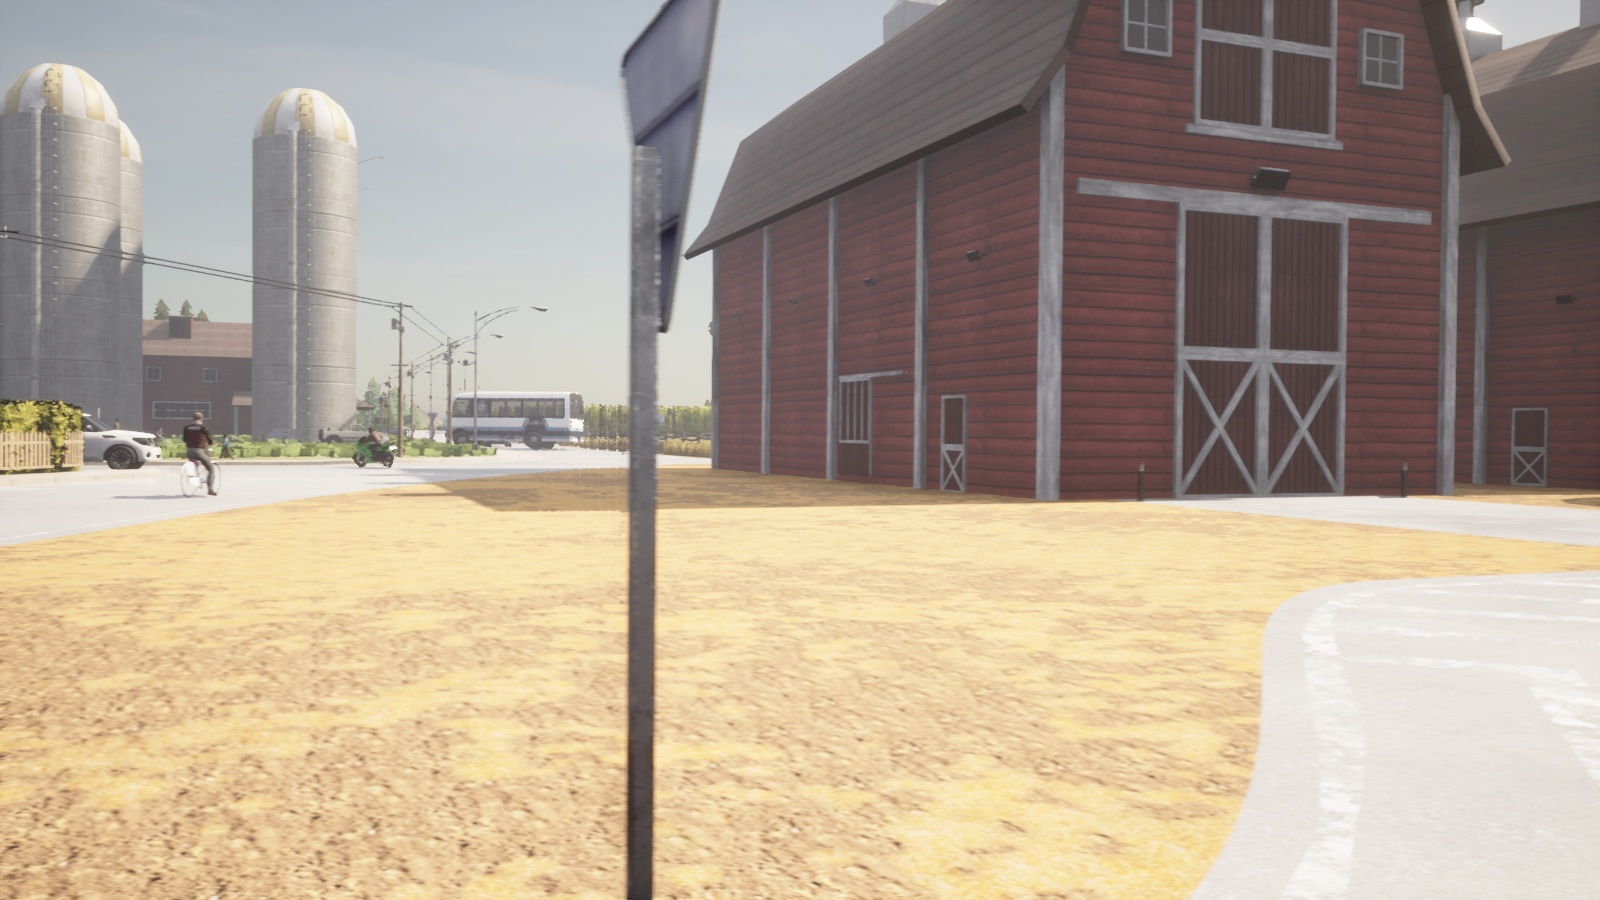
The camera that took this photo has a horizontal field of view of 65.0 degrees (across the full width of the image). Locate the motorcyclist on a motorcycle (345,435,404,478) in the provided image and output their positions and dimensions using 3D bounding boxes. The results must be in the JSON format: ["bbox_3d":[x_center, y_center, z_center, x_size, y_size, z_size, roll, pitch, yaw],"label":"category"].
[{"bbox_3d":[-15.732,0.249,46.392,2.044,1.523,0.797,0,3,27],"label":"motorcyclist on a motorcycle"}]

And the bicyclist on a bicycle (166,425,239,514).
[{"bbox_3d":[-12.408,0.370,26.140,0.659,1.776,1.843,-1,1,-1],"label":"bicyclist on a bicycle"}]

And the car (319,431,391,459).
[{"bbox_3d":[-30.936,-0.336,87.289,4.605,1.855,1.932,-1,1,-22],"label":"car"}]

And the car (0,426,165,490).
[{"bbox_3d":[-24.848,0.241,42.656,5.566,2.045,2.150,-1,1,-19],"label":"car"}]

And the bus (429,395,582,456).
[{"bbox_3d":[-21.777,-1.740,93.173,10.273,4.253,3.944,-1,0,10],"label":"bus"}]
